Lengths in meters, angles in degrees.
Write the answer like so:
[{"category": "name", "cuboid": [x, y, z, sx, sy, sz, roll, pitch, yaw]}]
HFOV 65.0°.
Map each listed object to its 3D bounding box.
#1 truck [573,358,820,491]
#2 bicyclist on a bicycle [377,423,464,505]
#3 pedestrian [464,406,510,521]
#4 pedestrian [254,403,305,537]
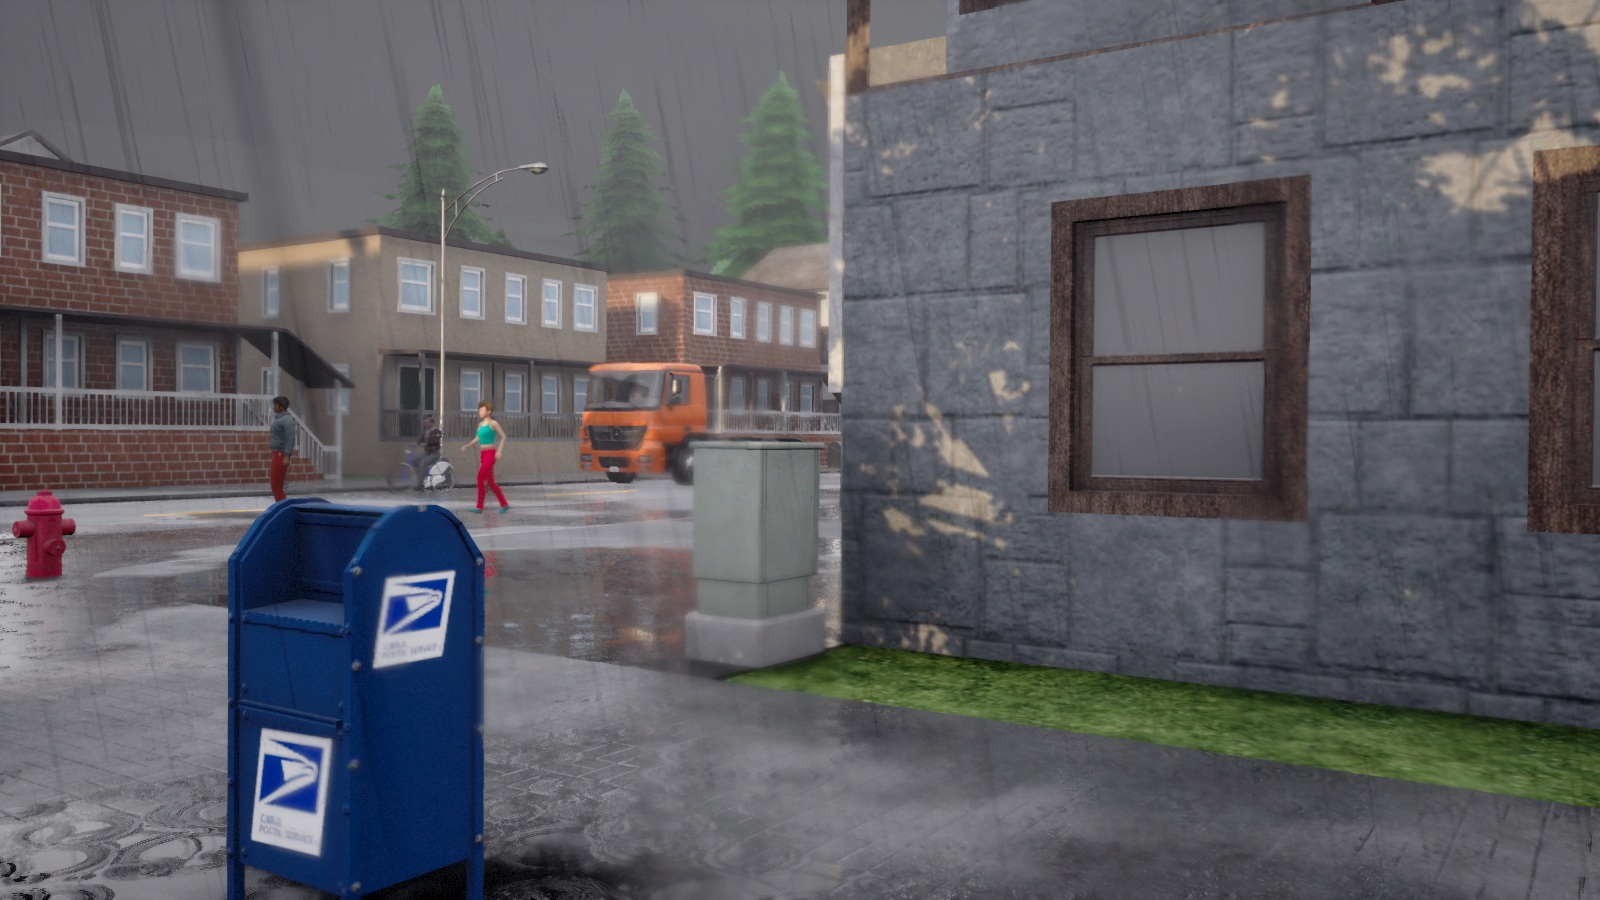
[{"category": "truck", "cuboid": [-2.773, -0.728, 36.780, 2.891, 3.462, 7.936, 0, 1, 34]}, {"category": "bicyclist on a bicycle", "cuboid": [-8.481, 0.295, 28.153, 0.659, 1.776, 1.843, 0, 1, 33]}, {"category": "pedestrian", "cuboid": [-5.052, 0.210, 20.275, 0.594, 1.836, 0.345, -1, 1, -39]}, {"category": "pedestrian", "cuboid": [-7.312, 0.267, 17.629, 0.614, 1.847, 0.353, -1, 1, -26]}]
